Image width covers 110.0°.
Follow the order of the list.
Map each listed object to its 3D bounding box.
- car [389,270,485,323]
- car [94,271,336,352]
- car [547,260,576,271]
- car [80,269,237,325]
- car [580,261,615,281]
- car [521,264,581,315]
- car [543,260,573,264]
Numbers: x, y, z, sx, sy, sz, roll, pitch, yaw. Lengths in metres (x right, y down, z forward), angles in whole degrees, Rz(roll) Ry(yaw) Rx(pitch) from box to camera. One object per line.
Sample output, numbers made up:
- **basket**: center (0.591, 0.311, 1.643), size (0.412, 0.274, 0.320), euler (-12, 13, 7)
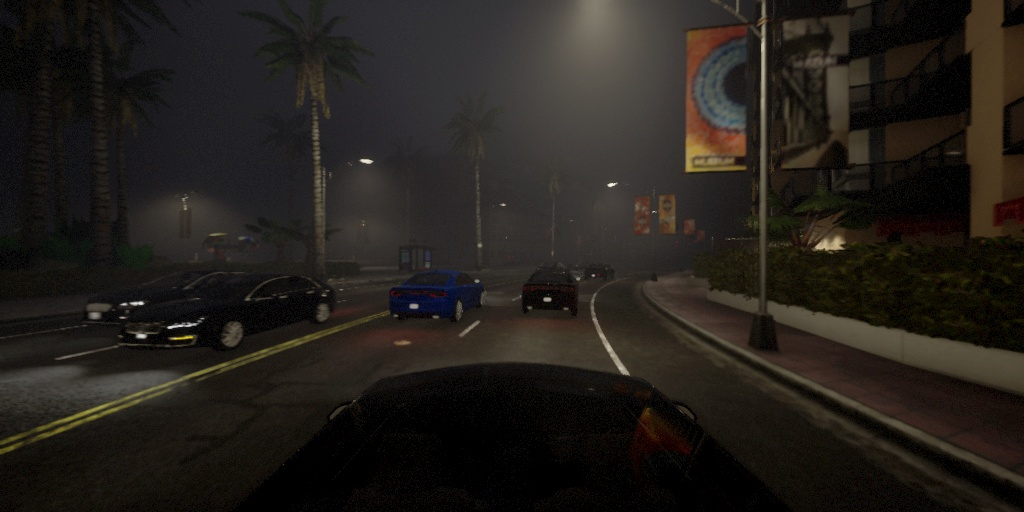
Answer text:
- **car**: center (-2.263, 1.211, 12.133), size (1.882, 1.535, 5.008), euler (0, 0, 9)
- **car**: center (-6.438, 1.210, 8.926), size (1.837, 1.490, 4.892), euler (0, 0, 7)
- **car**: center (7.127, 1.343, 51.126), size (2.033, 1.411, 5.357), euler (0, 0, 32)
- **car**: center (-9.674, 1.174, 11.052), size (2.128, 1.511, 4.902), euler (0, 0, 9)
- **car**: center (7.578, 1.305, 30.739), size (1.837, 1.490, 4.892), euler (0, 0, 27)
- **car**: center (1.586, 1.238, 13.819), size (1.882, 1.535, 5.008), euler (0, 0, 11)
- **car**: center (3.546, 1.264, 30.459), size (2.128, 1.511, 4.902), euler (0, 0, 25)
